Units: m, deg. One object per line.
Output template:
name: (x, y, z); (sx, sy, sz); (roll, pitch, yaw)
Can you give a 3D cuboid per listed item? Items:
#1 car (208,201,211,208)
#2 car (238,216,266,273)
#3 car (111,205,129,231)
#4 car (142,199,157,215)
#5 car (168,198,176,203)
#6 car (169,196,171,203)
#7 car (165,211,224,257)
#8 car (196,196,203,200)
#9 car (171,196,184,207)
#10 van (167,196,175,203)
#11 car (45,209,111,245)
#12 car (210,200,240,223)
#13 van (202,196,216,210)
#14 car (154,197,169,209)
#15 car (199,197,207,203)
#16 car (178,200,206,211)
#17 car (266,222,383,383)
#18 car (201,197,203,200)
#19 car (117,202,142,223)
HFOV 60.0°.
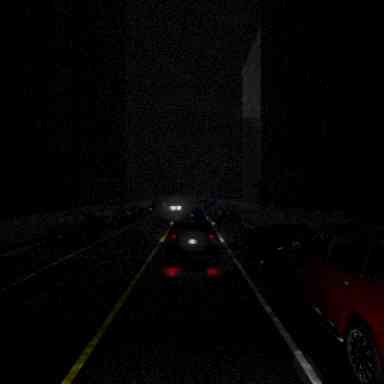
car: (2.859, 1.881, 33.368); (1.802, 1.307, 4.206); (0, 0, 0)
car: (2.858, 1.665, 10.809); (1.947, 1.339, 4.313); (0, -1, 0)
car: (-5.667, 1.781, 22.113); (1.802, 1.307, 4.206); (0, -1, 0)
car: (-5.666, 1.898, 39.031); (2.008, 1.369, 4.403); (0, 0, 0)
car: (-5.664, 2.331, 95.420); (1.947, 1.339, 4.313); (0, 0, 0)
car: (-5.664, 1.835, 61.591); (2.192, 1.841, 5.009); (0, 0, 0)
car: (0.022, 1.687, 13.410); (1.994, 1.385, 4.181); (0, 0, 0)
car: (2.354, 2.149, 77.069); (1.812, 1.442, 4.674); (0, 0, 0)
car: (-3.024, 2.036, 64.569); (2.128, 1.511, 4.902); (0, 0, 1)
van: (-5.663, 2.060, 89.783); (1.690, 1.788, 3.998); (0, 0, 0)
car: (-5.667, 1.694, 16.474); (1.887, 1.381, 4.507); (0, -1, 0)
car: (2.859, 1.690, 27.728); (1.967, 1.590, 4.097); (0, 0, 0)
van: (2.861, 1.779, 50.289); (1.690, 1.788, 3.998); (0, 0, 0)
car: (-5.664, 1.794, 55.951); (2.192, 1.841, 5.009); (0, 0, 0)
car: (2.862, 2.159, 89.766); (1.967, 1.590, 4.097); (0, 0, 0)
car: (0.028, 1.740, 29.233); (1.882, 1.535, 5.008); (0, 0, 1)
car: (2.858, 1.364, 5.171); (2.192, 1.841, 5.009); (0, -1, 0)
car: (2.862, 2.006, 56.099); (1.752, 1.417, 4.829); (0, 0, 0)
car: (-5.667, 1.690, 27.754); (1.967, 1.590, 4.097); (0, -1, 0)
